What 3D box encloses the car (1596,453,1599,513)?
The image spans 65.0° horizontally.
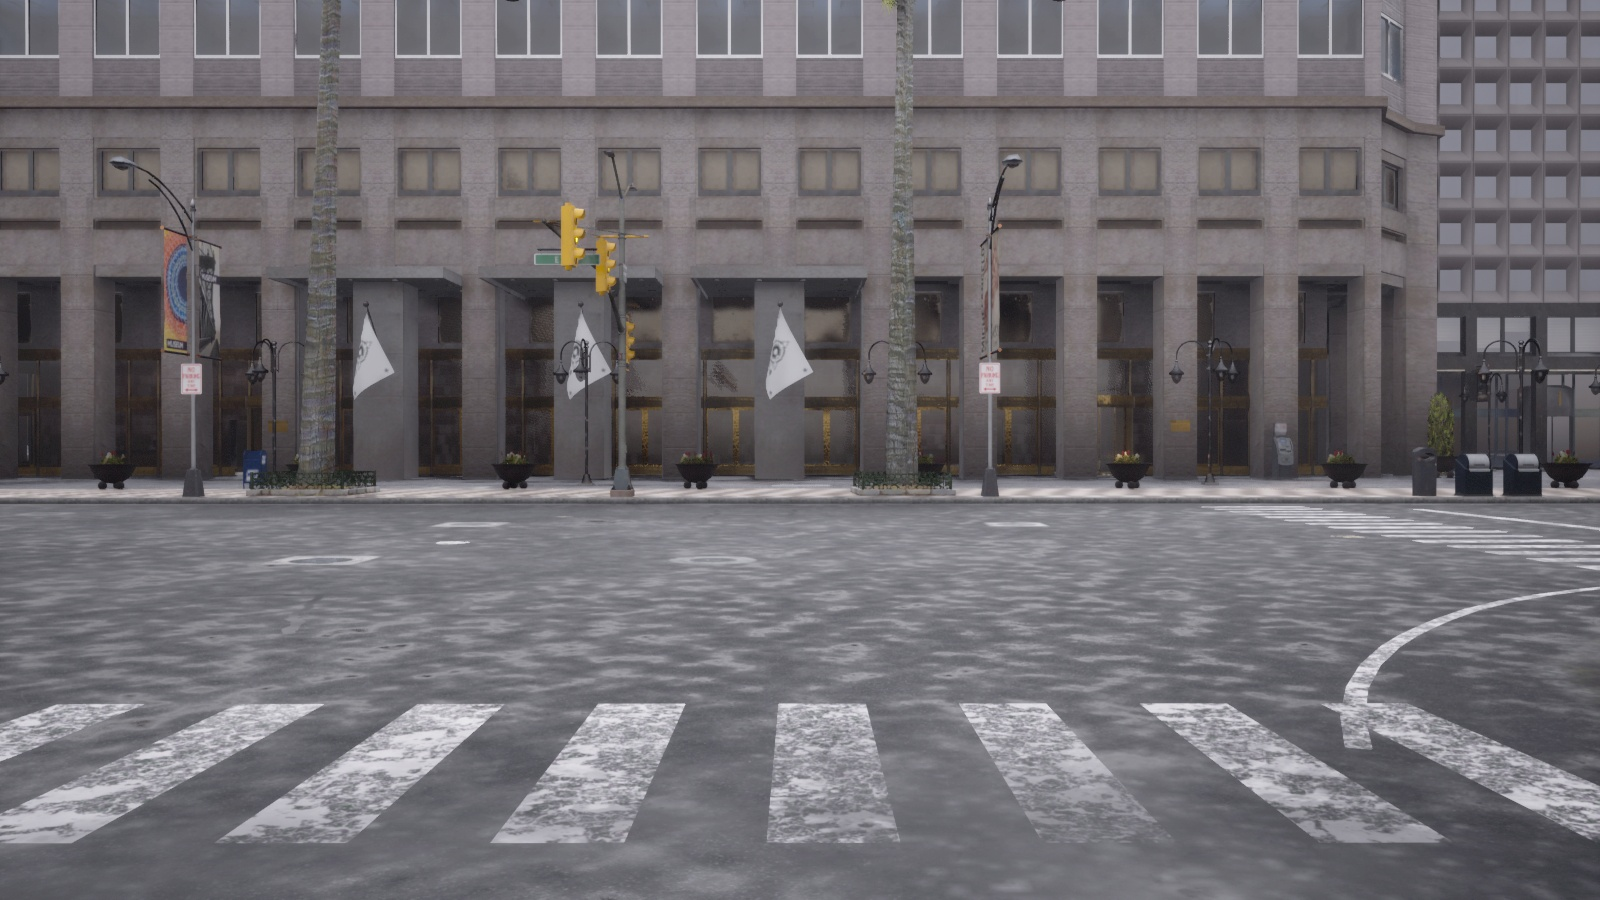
[{"bbox_3d":[19.635,0.714,26.295,4.718,1.301,1.895,0,0,1],"label":"car"}]
